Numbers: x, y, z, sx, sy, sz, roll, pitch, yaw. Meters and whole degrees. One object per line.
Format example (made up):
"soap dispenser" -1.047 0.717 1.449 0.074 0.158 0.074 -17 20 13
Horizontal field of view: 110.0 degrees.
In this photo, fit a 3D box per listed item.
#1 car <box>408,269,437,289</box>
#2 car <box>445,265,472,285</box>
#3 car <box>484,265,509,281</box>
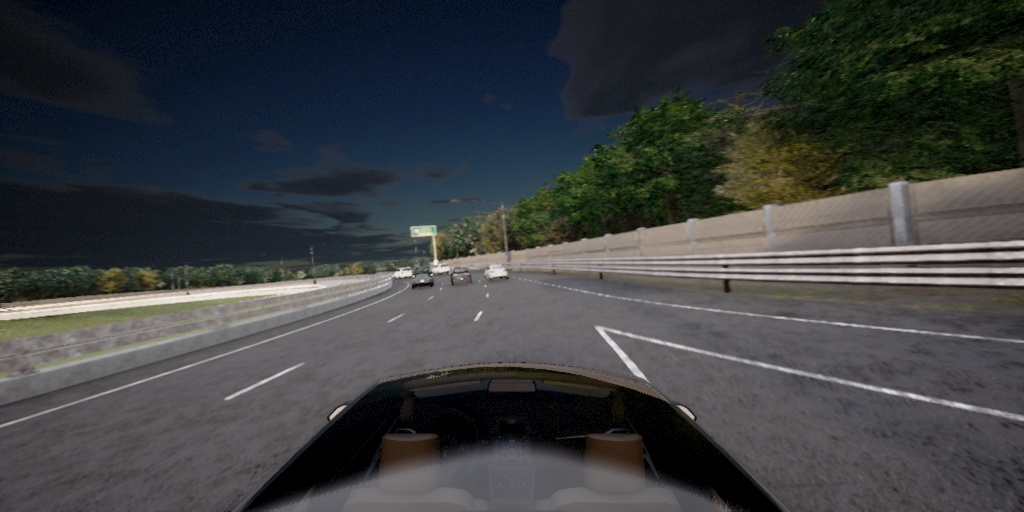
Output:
"car" -8.598 2.298 34.760 1.994 1.385 4.181 -5 0 -11
"car" -4.922 1.870 34.125 2.128 1.511 4.902 -5 0 -11
"car" -1.616 1.592 35.377 1.812 1.442 4.674 -5 0 -11
